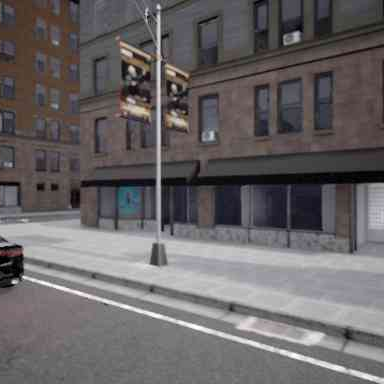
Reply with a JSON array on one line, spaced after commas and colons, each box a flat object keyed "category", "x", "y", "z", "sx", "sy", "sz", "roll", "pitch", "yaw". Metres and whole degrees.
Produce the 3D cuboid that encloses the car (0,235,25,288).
[{"category": "car", "x": -5.986, "y": 1.451, "z": 7.924, "sx": 5.008, "sy": 1.535, "sz": 1.882, "roll": 0, "pitch": 0, "yaw": 35}]
